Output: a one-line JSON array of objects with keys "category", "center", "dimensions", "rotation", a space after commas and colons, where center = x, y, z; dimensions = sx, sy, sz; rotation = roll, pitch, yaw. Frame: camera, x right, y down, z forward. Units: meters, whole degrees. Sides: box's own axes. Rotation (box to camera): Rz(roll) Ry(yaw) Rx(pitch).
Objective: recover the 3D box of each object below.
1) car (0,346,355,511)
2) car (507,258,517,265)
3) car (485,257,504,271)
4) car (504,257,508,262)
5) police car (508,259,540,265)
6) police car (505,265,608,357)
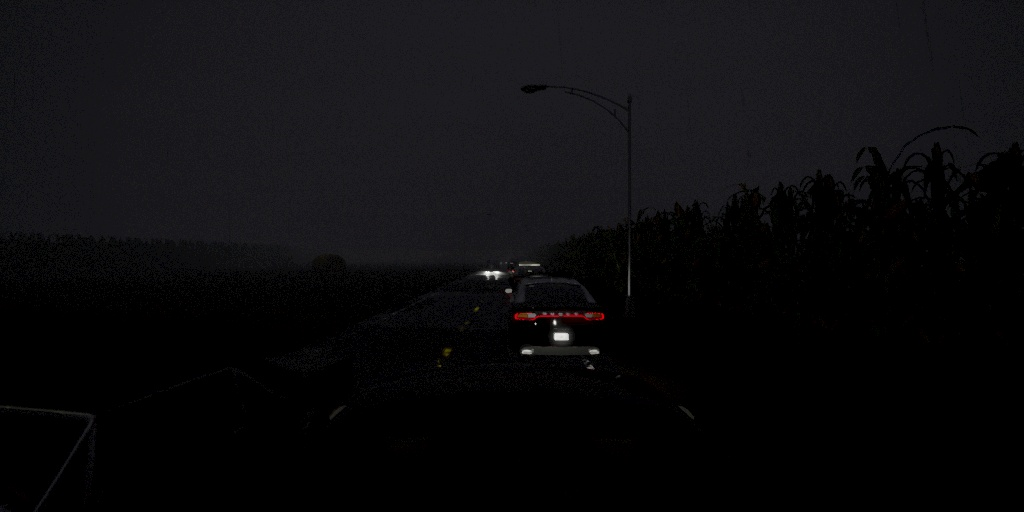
[{"category": "car", "center": [-2.749, 1.351, 1.906], "dimensions": [1.895, 1.301, 4.718], "rotation": [0, 0, 0]}, {"category": "car", "center": [0.926, 1.084, 24.568], "dimensions": [2.097, 1.767, 4.553], "rotation": [0, 0, 0]}, {"category": "car", "center": [-2.550, 1.188, 47.445], "dimensions": [2.128, 1.511, 4.902], "rotation": [0, 0, 0]}, {"category": "car", "center": [0.275, 1.179, 51.222], "dimensions": [2.128, 1.511, 4.902], "rotation": [0, 0, 1]}, {"category": "police car", "center": [0.901, 1.166, 18.709], "dimensions": [1.930, 1.638, 5.238], "rotation": [0, 0, 0]}, {"category": "police car", "center": [0.858, 1.173, 8.709], "dimensions": [1.930, 1.638, 5.238], "rotation": [0, 0, 0]}]
